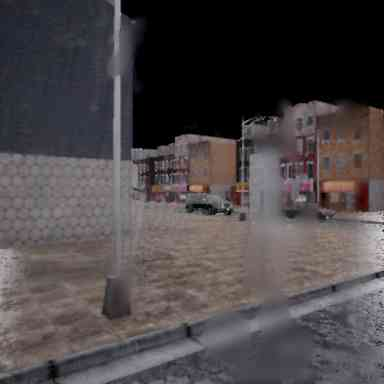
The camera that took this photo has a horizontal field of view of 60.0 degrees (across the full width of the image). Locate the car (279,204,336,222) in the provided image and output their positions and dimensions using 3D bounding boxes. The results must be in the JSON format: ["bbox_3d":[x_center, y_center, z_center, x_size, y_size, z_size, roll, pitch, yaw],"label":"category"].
[{"bbox_3d":[8.690,1.564,26.306,1.895,1.301,4.718,0,0,-37],"label":"car"}]

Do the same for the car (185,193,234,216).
[{"bbox_3d":[1.526,1.150,31.157,2.150,2.045,5.566,0,0,-35],"label":"car"}]
